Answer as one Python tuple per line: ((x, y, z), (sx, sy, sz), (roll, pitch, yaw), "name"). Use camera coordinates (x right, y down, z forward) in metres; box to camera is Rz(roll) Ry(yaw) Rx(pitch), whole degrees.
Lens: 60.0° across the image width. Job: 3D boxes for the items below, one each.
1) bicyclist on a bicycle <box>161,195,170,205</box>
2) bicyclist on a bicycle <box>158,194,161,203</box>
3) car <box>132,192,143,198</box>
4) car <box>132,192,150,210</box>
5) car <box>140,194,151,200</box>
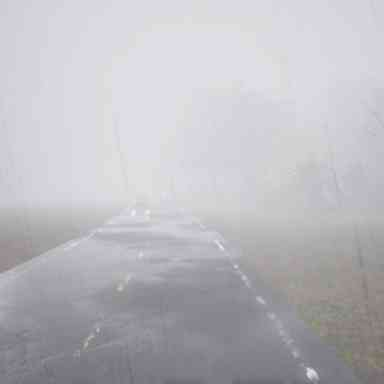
((-3.784, 1.205, 50.249), (0.866, 1.612, 1.509), (0, 0, -10), "bicyclist on a bicycle")
((-5.522, 1.161, 59.066), (0.866, 1.612, 1.509), (-1, 0, -12), "bicyclist on a bicycle")
((-14.960, 0.780, 90.867), (2.097, 1.767, 4.553), (0, 0, -19), "car")
((-6.055, 1.177, 39.554), (2.097, 1.767, 4.553), (0, 0, -8), "car")
((-10.959, 1.125, 77.643), (1.837, 1.490, 4.892), (0, 0, -16), "car")
